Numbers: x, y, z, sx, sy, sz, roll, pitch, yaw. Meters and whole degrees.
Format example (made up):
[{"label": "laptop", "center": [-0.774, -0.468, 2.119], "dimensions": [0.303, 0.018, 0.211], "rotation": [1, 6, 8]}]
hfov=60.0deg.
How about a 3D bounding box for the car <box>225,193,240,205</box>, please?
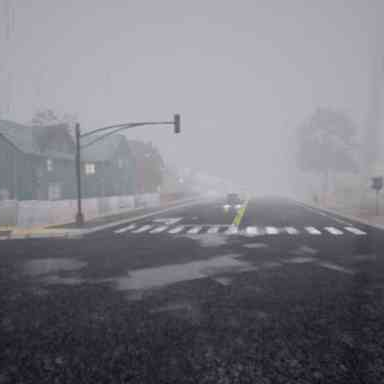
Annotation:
[{"label": "car", "center": [5.480, 0.889, 44.729], "dimensions": [1.882, 1.535, 5.008], "rotation": [-1, 1, 10]}]
